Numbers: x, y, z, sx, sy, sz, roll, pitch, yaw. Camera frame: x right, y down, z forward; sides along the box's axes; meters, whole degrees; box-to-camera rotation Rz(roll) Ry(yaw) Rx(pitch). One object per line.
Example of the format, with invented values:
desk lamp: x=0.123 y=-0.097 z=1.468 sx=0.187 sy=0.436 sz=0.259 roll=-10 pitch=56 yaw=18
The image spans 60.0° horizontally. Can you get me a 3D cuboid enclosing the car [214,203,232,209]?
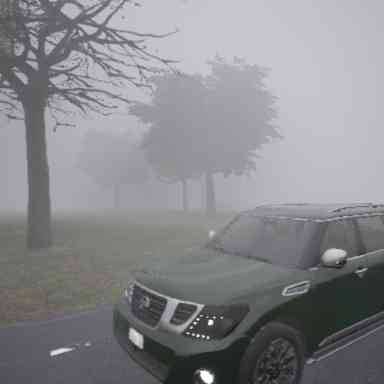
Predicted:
car: x=7.416 y=3.371 z=80.131 sx=1.812 sy=1.442 sz=4.674 roll=-2 pitch=0 yaw=-32

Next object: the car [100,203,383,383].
car: x=1.651 y=1.219 z=5.172 sx=5.566 sy=2.045 sz=2.150 roll=0 pitch=0 yaw=-36
